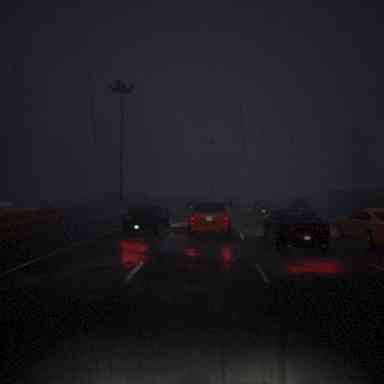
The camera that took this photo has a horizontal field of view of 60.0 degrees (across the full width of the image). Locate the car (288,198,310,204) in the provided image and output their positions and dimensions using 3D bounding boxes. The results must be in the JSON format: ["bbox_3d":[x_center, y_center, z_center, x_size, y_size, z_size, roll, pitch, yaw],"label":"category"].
[{"bbox_3d":[11.039,1.345,34.191,1.837,1.490,4.892,0,0,14],"label":"car"}]

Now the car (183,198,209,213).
[{"bbox_3d":[0.474,1.361,35.152,1.812,1.442,4.674,0,0,13],"label":"car"}]

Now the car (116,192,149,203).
[{"bbox_3d":[-7.797,1.009,45.675,2.150,2.045,5.566,0,0,17],"label":"car"}]

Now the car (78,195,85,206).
[{"bbox_3d":[-14.221,0.996,48.545,2.150,2.045,5.566,0,0,17],"label":"car"}]

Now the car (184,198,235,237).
[{"bbox_3d":[1.030,1.269,17.623,2.097,1.767,4.553,0,0,6],"label":"car"}]

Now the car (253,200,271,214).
[{"bbox_3d":[7.048,1.448,32.628,1.895,1.301,4.718,0,0,13],"label":"car"}]

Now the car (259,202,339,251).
[{"bbox_3d":[4.165,1.412,13.892,1.882,1.535,5.008,0,0,5],"label":"car"}]

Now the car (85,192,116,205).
[{"bbox_3d":[-11.627,1.012,44.994,2.150,2.045,5.566,0,0,16],"label":"car"}]

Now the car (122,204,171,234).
[{"bbox_3d":[-2.405,1.418,18.434,1.837,1.490,4.892,0,0,6],"label":"car"}]

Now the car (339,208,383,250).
[{"bbox_3d":[7.668,1.412,13.884,1.882,1.535,5.008,0,0,5],"label":"car"}]

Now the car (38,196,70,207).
[{"bbox_3d":[-18.738,1.264,45.457,1.882,1.535,5.008,0,0,16],"label":"car"}]

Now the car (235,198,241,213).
[{"bbox_3d":[4.083,1.361,35.185,1.812,1.442,4.674,0,0,14],"label":"car"}]
